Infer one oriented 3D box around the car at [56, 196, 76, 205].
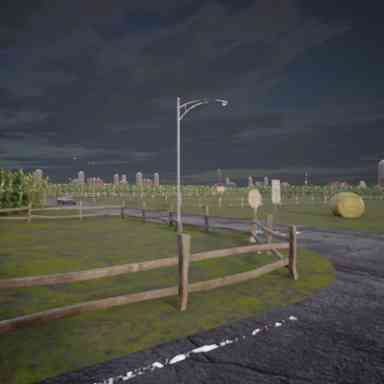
[{"bbox_3d":[-18.880,1.245,49.859,1.994,1.385,4.181,-1,1,-36],"label":"car"}]
